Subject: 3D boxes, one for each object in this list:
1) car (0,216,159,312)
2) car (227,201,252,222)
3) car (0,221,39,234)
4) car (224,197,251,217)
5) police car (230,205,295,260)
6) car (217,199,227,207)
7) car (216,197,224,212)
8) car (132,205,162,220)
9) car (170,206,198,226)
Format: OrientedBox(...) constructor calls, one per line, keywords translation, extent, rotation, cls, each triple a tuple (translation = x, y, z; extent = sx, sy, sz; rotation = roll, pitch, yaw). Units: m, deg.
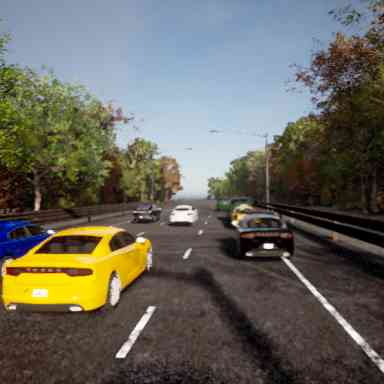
OrientedBox(translation=(-2.330, 1.586, 8.114), extent=(1.882, 1.535, 5.008), rotation=(-1, -1, 6), cls="car")
OrientedBox(translation=(3.592, 1.649, 23.122), extent=(1.801, 1.575, 5.366), rotation=(-1, -1, 5), cls="car")
OrientedBox(translation=(-5.622, 1.649, 10.327), extent=(1.882, 1.535, 5.008), rotation=(-1, -1, 6), cls="car")
OrientedBox(translation=(4.110, 1.478, 28.980), extent=(2.150, 2.045, 5.566), rotation=(-1, -1, 5), cls="car")
OrientedBox(translation=(2.639, 1.522, 13.022), extent=(1.930, 1.638, 5.238), rotation=(-1, -1, 6), cls="police car")
OrientedBox(translation=(5.864, 2.216, 66.005), extent=(1.812, 1.442, 4.674), rotation=(-1, -1, 3), cls="car")
OrientedBox(translation=(4.600, 1.696, 47.738), extent=(2.150, 2.045, 5.566), rotation=(-1, -1, 4), cls="car")
OrientedBox(translation=(-3.862, 1.844, 29.155), extent=(2.128, 1.511, 4.902), rotation=(-1, -1, 5), cls="car")
OrientedBox(translation=(-0.604, 1.805, 26.253), extent=(1.812, 1.442, 4.674), rotation=(-1, -1, 5), cls="car")
